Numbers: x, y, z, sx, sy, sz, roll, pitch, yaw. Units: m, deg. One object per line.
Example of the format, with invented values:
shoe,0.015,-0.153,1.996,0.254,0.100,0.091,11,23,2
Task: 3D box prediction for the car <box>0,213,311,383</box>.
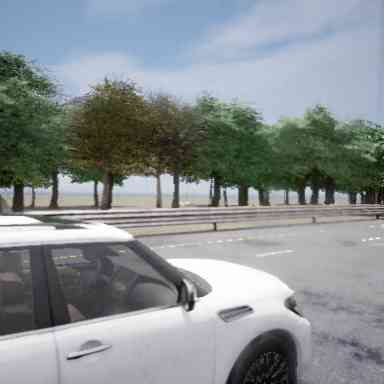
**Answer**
car,-1.341,1.220,2.914,5.566,2.045,2.150,0,0,-35
